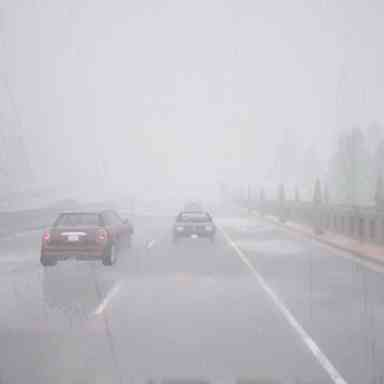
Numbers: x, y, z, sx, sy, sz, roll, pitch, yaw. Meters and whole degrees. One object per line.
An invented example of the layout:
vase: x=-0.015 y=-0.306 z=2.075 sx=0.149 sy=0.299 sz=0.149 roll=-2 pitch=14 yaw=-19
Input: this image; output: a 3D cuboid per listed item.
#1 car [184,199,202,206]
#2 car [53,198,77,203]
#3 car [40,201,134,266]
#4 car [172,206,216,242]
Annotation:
car: x=0.096 y=1.469 z=37.350 sx=1.812 sy=1.442 sz=4.674 roll=0 pitch=0 yaw=0
car: x=-14.016 y=1.453 z=36.926 sx=1.837 sy=1.490 sz=4.892 roll=0 pitch=0 yaw=0
car: x=-3.401 y=1.337 z=11.672 sx=2.097 sy=1.767 sz=4.553 roll=0 pitch=0 yaw=0
car: x=0.098 y=1.577 z=16.240 sx=1.895 sy=1.301 sz=4.718 roll=0 pitch=0 yaw=0
